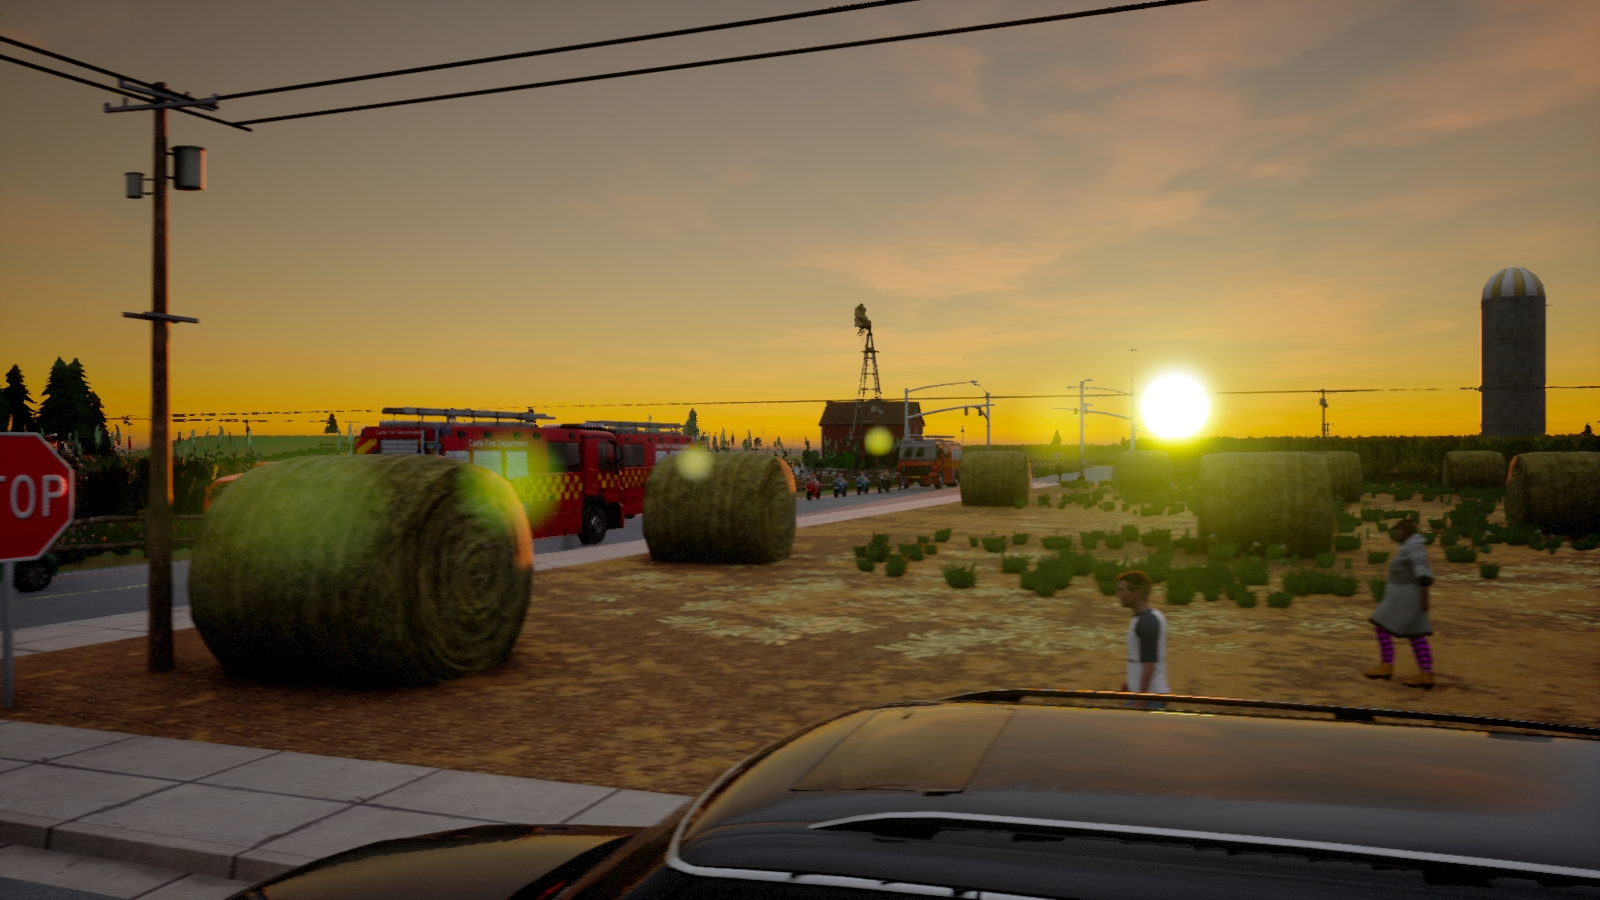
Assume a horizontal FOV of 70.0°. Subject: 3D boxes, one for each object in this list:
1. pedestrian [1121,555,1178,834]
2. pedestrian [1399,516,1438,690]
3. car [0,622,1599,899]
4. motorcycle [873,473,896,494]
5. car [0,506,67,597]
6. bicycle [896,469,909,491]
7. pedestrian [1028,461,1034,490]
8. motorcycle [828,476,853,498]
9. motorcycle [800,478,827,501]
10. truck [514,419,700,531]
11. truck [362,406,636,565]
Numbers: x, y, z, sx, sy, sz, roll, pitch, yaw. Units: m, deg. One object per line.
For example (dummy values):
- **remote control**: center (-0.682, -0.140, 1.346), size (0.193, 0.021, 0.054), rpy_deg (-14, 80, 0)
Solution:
- **pedestrian**: center (2.454, 1.692, 8.029), size (0.375, 1.860, 0.375), rpy_deg (0, 0, 17)
- **pedestrian**: center (6.837, 1.676, 12.645), size (0.375, 1.860, 0.375), rpy_deg (0, 0, 28)
- **car**: center (0.497, 1.781, 3.064), size (5.566, 2.045, 2.150), rpy_deg (0, 0, 19)
- **motorcycle**: center (5.463, 2.135, 73.648), size (0.764, 1.277, 2.356), rpy_deg (0, 0, 22)
- **car**: center (-16.178, 1.965, 21.219), size (1.851, 1.617, 3.988), rpy_deg (0, 0, 22)
- **bicycle**: center (6.959, 2.025, 77.476), size (0.329, 1.471, 1.835), rpy_deg (0, 0, 22)
- **pedestrian**: center (14.925, 1.661, 73.778), size (0.375, 1.860, 0.375), rpy_deg (0, 0, 12)
- **motorcycle**: center (2.336, 2.151, 66.068), size (0.803, 1.199, 2.033), rpy_deg (0, 0, 22)
- **motorcycle**: center (0.750, 2.151, 62.238), size (0.803, 1.199, 2.033), rpy_deg (0, 0, 22)
- **truck**: center (-7.055, 0.856, 43.374), size (2.891, 3.827, 8.468), rpy_deg (0, 0, 22)
- **truck**: center (-8.000, 0.856, 31.889), size (2.891, 3.827, 8.468), rpy_deg (0, 0, 22)
